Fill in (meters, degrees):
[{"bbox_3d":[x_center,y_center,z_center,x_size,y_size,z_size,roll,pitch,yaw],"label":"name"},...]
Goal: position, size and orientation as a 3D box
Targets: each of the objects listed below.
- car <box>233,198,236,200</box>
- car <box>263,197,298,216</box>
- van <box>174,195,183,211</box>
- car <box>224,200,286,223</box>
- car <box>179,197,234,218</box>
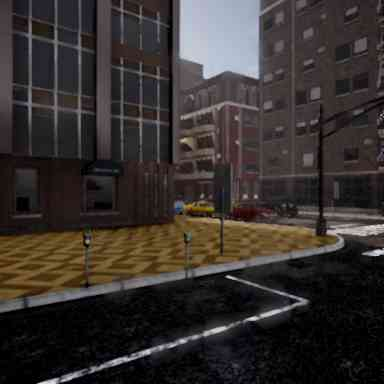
[{"bbox_3d":[4.469,1.416,38.267,1.752,1.417,4.829,0,0,-35],"label":"car"},{"bbox_3d":[7.183,1.251,29.988,2.097,1.767,4.553,0,0,-35],"label":"car"},{"bbox_3d":[-2.257,1.218,33.266,1.690,1.788,3.998,0,0,-35],"label":"van"},{"bbox_3d":[4.315,1.477,24.041,1.802,1.307,4.206,0,0,-35],"label":"car"},{"bbox_3d":[1.128,1.411,28.515,1.752,1.417,4.829,0,0,-35],"label":"car"}]
